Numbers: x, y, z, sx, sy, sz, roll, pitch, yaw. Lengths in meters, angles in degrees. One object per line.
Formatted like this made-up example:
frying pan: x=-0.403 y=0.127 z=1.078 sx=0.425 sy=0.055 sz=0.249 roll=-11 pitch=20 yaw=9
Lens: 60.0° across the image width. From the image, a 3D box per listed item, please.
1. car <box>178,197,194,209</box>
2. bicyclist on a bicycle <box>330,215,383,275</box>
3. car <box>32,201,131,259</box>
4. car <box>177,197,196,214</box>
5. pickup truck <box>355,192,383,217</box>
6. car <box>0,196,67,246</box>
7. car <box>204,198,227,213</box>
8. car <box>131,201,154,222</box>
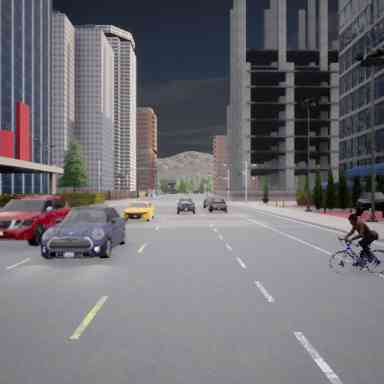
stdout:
car: x=-0.859 y=1.491 z=46.024 sx=2.128 sy=1.511 sz=4.902 roll=0 pitch=0 yaw=-1
bicyclist on a bicycle: x=4.532 y=1.451 z=9.005 sx=1.656 sy=1.620 sz=0.582 roll=-1 pitch=0 yaw=-1
car: x=-3.826 y=1.355 z=12.475 sx=2.097 sy=1.767 sz=4.553 roll=0 pitch=0 yaw=-1
car: x=-0.624 y=1.526 z=35.545 sx=1.812 sy=1.442 sz=4.674 roll=0 pitch=0 yaw=-1
pickup truck: x=16.030 y=1.059 z=29.562 sx=2.390 sy=2.098 sz=6.274 roll=0 pitch=0 yaw=29
car: x=-7.373 y=1.221 z=15.430 sx=2.150 sy=2.045 sz=5.566 roll=0 pitch=0 yaw=-1
car: x=2.811 y=1.491 z=37.185 sx=2.128 sy=1.511 sz=4.902 roll=0 pitch=0 yaw=-1
car: x=-4.108 y=1.477 z=26.236 sx=1.882 sy=1.535 sz=5.008 roll=0 pitch=0 yaw=-1
